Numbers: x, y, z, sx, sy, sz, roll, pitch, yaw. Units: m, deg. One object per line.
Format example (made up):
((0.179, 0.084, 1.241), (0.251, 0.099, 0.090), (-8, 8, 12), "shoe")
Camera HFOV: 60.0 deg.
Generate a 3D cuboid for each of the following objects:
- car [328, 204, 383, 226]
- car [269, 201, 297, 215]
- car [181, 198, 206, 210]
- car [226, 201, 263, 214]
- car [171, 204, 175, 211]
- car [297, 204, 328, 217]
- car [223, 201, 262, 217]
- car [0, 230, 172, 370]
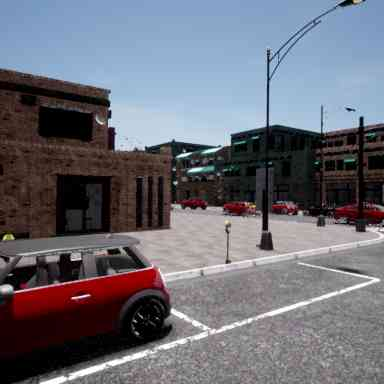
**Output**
((12.347, 1.549, 22.932), (1.882, 1.535, 5.008), (1, -1, -31), "car")
((9.773, 1.739, 37.222), (1.967, 1.590, 4.097), (0, -1, -35), "car")
((0.277, 1.773, 50.893), (2.192, 1.841, 5.009), (0, -1, -35), "car")
((6.510, 1.879, 41.917), (1.752, 1.417, 4.829), (0, -1, -35), "car")
((-4.232, 1.888, 47.268), (1.812, 1.442, 4.674), (1, -1, -34), "car")
((12.938, 1.812, 32.664), (1.947, 1.339, 4.313), (0, -1, -35), "car")
((5.054, 1.733, 33.873), (1.812, 1.442, 4.674), (1, -1, -35), "car")
((-2.409, 1.440, 4.826), (4.097, 1.590, 1.967), (0, 1, -36), "car")
